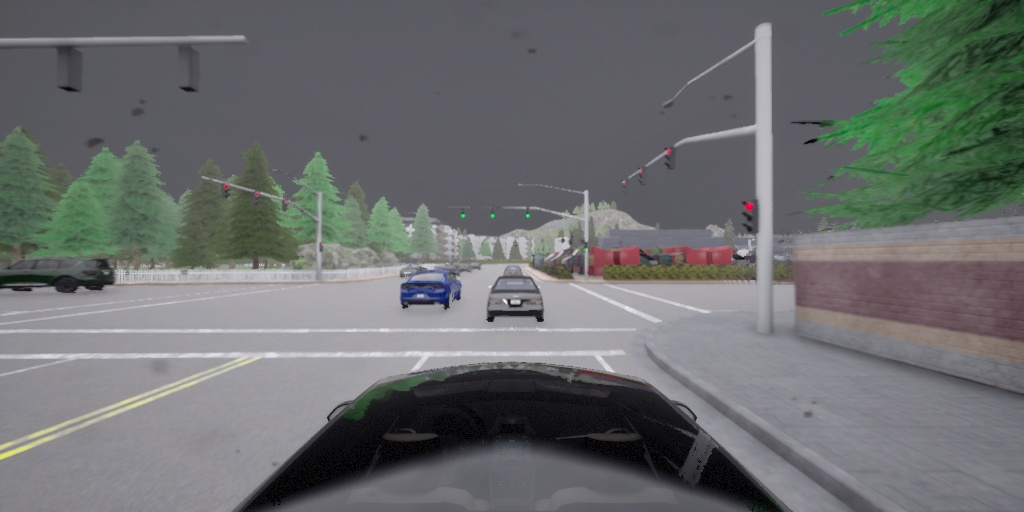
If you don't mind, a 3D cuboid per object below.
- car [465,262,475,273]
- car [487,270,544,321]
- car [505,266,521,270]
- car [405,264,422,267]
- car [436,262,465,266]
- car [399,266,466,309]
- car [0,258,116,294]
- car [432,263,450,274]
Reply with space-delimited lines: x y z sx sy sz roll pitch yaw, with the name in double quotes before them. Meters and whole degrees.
"car" -7.068 1.792 53.498 1.837 1.490 4.892 0 -1 0
"car" 0.104 1.405 12.877 2.033 1.411 5.357 0 -1 0
"car" 0.101 1.644 35.073 2.033 1.411 5.357 0 -1 0
"car" -10.592 1.623 38.472 2.128 1.511 4.902 0 -1 0
"car" -7.085 1.707 41.263 2.033 1.411 5.357 0 -1 0
"car" -3.396 1.361 15.798 1.882 1.535 5.008 0 -1 0
"car" -26.619 1.111 20.548 5.566 2.045 2.150 0 -1 -16
"car" -10.567 1.813 53.569 1.812 1.442 4.674 0 -1 0
